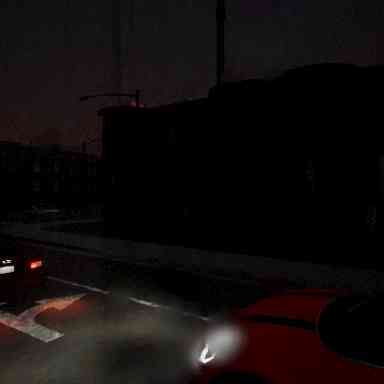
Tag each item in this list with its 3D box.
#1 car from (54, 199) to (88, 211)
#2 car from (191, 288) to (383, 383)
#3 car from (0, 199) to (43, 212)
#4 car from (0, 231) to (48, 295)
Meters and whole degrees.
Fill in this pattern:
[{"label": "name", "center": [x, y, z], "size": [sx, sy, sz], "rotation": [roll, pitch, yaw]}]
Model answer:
[{"label": "car", "center": [-15.169, 1.563, 41.855], "size": [1.994, 1.385, 4.181], "rotation": [0, 0, 35]}, {"label": "car", "center": [2.183, 1.352, 2.440], "size": [4.553, 1.767, 2.097], "rotation": [0, 0, 36]}, {"label": "car", "center": [-20.786, 1.547, 40.029], "size": [2.033, 1.411, 5.357], "rotation": [0, 0, 36]}, {"label": "car", "center": [-5.566, 1.547, 7.940], "size": [5.357, 1.411, 2.033], "rotation": [0, 0, 38]}]
